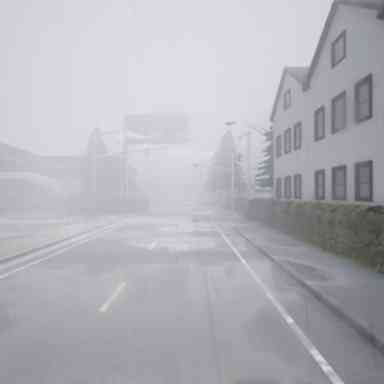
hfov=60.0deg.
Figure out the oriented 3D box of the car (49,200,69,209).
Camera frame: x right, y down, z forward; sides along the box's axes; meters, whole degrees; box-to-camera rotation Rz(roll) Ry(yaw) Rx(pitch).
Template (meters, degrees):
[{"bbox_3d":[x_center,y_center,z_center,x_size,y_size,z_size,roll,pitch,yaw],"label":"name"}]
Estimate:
[{"bbox_3d":[-22.161,2.208,57.391,4.611,1.667,2.242,0,-1,0],"label":"car"}]
